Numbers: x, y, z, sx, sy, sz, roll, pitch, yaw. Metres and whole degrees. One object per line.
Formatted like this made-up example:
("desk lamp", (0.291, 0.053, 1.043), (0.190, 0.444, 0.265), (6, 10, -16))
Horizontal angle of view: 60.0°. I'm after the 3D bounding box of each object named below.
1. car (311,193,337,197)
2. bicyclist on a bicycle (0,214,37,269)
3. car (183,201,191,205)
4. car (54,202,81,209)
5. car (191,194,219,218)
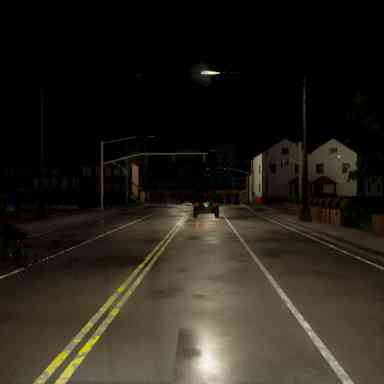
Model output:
("car", (19.184, 1.222, 49.990), (5.566, 2.045, 2.150), (0, 0, 2))
("bicyclist on a bicycle", (-5.342, 1.455, 9.718), (1.656, 1.620, 0.582), (-2, 0, 2))
("car", (-0.831, 2.597, 66.402), (1.812, 1.442, 4.674), (0, -9, 3))
("car", (-18.068, 2.053, 47.338), (4.181, 1.385, 1.994), (-4, 0, 2))
("car", (1.285, 1.221, 30.007), (2.150, 2.045, 5.566), (0, 0, 2))
